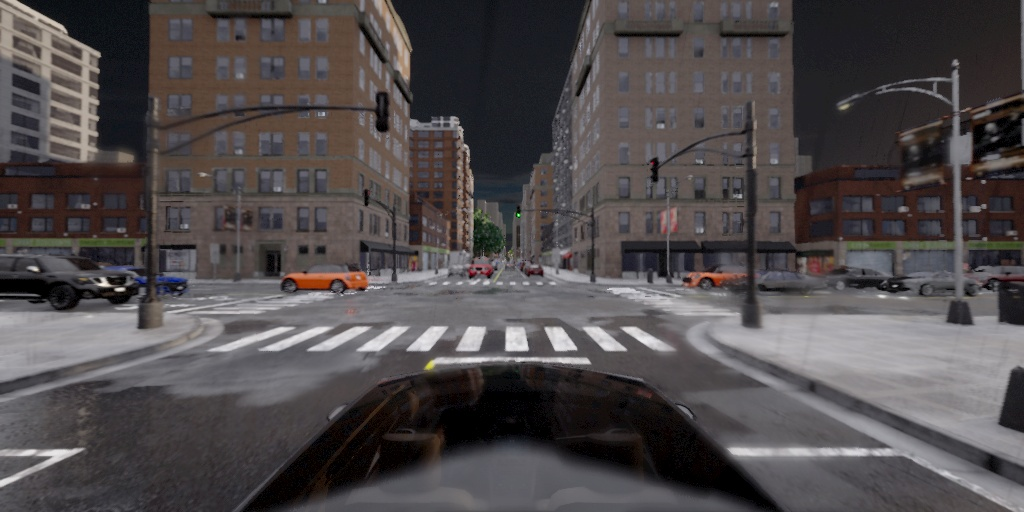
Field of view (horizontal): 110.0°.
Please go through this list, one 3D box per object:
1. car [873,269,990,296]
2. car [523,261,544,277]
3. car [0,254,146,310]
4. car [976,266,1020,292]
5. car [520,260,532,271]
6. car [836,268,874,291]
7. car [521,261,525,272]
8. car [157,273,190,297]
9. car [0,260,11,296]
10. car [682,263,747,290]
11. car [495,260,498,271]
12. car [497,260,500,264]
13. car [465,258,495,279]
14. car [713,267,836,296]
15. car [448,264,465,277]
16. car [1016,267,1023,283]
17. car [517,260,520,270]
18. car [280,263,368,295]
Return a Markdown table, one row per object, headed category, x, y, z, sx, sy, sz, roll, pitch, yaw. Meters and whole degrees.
| category | x | y | z | sx | sy | sz | roll | pitch | yaw |
| --- | --- | --- | --- | --- | --- | --- | --- | --- | --- |
| car | 24.356 | 1.576 | 20.936 | 4.181 | 1.385 | 1.994 | 0 | -1 | 0 |
| car | 2.528 | 1.591 | 39.673 | 1.888 | 1.381 | 4.507 | 0 | 0 | -1 |
| car | -18.065 | 0.947 | 13.991 | 5.566 | 2.045 | 2.150 | 0 | -1 | -1 |
| car | 32.617 | 1.451 | 24.239 | 4.553 | 1.767 | 2.097 | 0 | -1 | 0 |
| car | 2.421 | 1.669 | 50.856 | 1.751 | 1.417 | 4.829 | 0 | 0 | -1 |
| car | 22.785 | 1.559 | 24.186 | 4.892 | 1.490 | 1.837 | 0 | -1 | 0 |
| car | 2.476 | 1.659 | 45.180 | 1.948 | 1.339 | 4.313 | 0 | 0 | -1 |
| car | -18.460 | 1.250 | 17.243 | 5.008 | 1.535 | 1.882 | 0 | -1 | 0 |
| car | -27.780 | 1.088 | 17.187 | 4.553 | 1.767 | 2.097 | 0 | -1 | 0 |
| car | 13.962 | 1.366 | 24.150 | 4.553 | 1.767 | 2.097 | 0 | -1 | 0 |
| car | -3.291 | 1.665 | 47.831 | 2.033 | 1.411 | 5.357 | 0 | -1 | 0 |
| car | -3.318 | 1.692 | 58.201 | 1.882 | 1.535 | 5.008 | 0 | -1 | -1 |
| car | -3.217 | 1.249 | 37.506 | 2.150 | 2.045 | 5.566 | 0 | 0 | 0 |
| car | 15.133 | 1.518 | 20.889 | 5.357 | 1.411 | 2.033 | 0 | -1 | 0 |
| car | -5.997 | 1.595 | 39.595 | 2.007 | 1.370 | 4.403 | 0 | 0 | -1 |
| car | 33.421 | 1.560 | 20.992 | 4.892 | 1.490 | 1.837 | 1 | -1 | 0 |
| car | 2.369 | 1.510 | 56.192 | 2.192 | 1.841 | 5.009 | 0 | 0 | -1 |
| car | -10.650 | 1.205 | 20.391 | 4.553 | 1.767 | 2.097 | 0 | -1 | 12 |
